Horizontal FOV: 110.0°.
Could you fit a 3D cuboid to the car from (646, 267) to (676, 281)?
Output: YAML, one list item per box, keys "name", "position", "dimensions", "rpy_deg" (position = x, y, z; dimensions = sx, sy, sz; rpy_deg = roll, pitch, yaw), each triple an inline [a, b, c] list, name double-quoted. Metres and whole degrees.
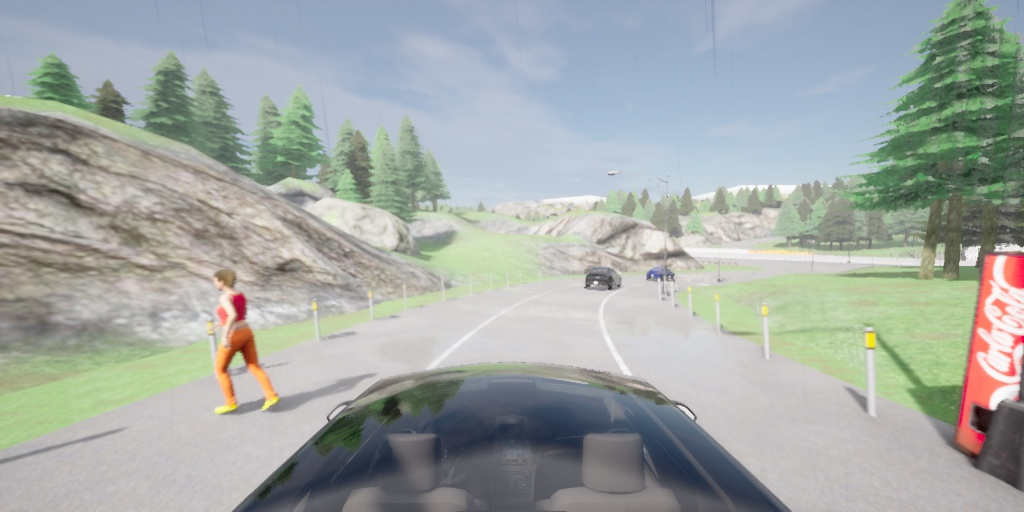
- name: "car"
  position: [16.224, 1.907, 38.916]
  dimensions: [1.812, 1.442, 4.674]
  rpy_deg: [4, 2, 44]

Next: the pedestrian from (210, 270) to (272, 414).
- name: "pedestrian"
  position: [-3.467, 1.045, 4.496]
  dimensions: [0.375, 1.860, 0.375]
  rpy_deg: [-4, 4, 4]

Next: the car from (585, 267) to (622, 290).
- name: "car"
  position: [6.650, 1.543, 25.894]
  dimensions: [1.837, 1.490, 4.892]
  rpy_deg: [2, 0, 27]

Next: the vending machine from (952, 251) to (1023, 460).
- name: "vending machine"
  position: [5.017, 0.987, 3.228]
  dimensions: [1.100, 2.100, 0.880]
  rpy_deg: [0, 0, 3]
